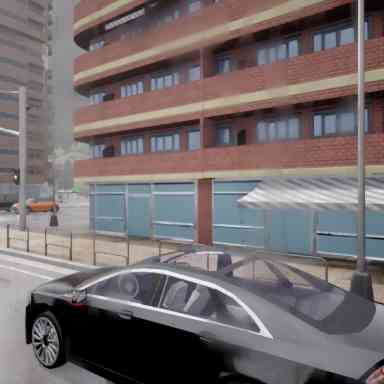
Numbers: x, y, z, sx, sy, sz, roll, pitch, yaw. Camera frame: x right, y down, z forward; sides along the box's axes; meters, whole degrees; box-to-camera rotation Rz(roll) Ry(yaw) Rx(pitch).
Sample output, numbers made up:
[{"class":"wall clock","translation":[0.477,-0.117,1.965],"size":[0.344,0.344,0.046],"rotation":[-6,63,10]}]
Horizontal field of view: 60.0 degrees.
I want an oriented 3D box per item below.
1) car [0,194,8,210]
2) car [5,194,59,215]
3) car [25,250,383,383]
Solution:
[{"class":"car","translation":[-20.151,1.221,34.999],"size":[2.150,2.045,5.566],"rotation":[0,0,35]},{"class":"car","translation":[-16.226,1.352,34.442],"size":[2.097,1.767,4.553],"rotation":[0,0,36]},{"class":"car","translation":[-0.140,1.491,4.088],"size":[4.902,1.511,2.128],"rotation":[0,0,35]}]
